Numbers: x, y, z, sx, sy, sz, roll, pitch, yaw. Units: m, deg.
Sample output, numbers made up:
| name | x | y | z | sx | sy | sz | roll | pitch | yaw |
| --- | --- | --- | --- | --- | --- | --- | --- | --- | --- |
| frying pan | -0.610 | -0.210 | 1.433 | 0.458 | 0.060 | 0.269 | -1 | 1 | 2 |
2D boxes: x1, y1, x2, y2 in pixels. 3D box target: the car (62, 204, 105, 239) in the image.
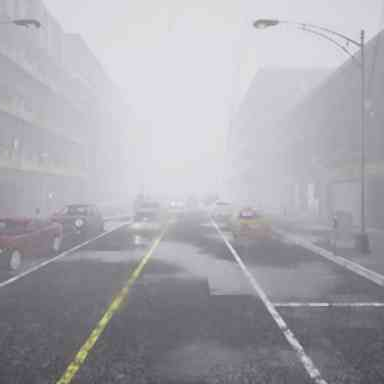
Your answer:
| name | x | y | z | sx | sy | sz | roll | pitch | yaw |
| --- | --- | --- | --- | --- | --- | --- | --- | --- | --- |
| car | -5.680 | 1.340 | 16.311 | 1.967 | 1.590 | 4.097 | 0 | 0 | 0 |

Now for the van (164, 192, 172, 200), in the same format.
| name | x | y | z | sx | sy | sz | roll | pitch | yaw |
| --- | --- | --- | --- | --- | --- | --- | --- | --- | --- |
| van | -5.672 | 0.951 | 78.899 | 1.690 | 1.788 | 3.998 | 0 | 0 | 0 |

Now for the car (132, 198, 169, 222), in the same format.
| name | x | y | z | sx | sy | sz | roll | pitch | yaw |
| --- | --- | --- | --- | --- | --- | --- | --- | --- | --- |
| car | -3.095 | 1.398 | 24.783 | 2.033 | 1.411 | 5.357 | 0 | 0 | 0 |

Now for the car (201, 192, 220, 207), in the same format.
| name | x | y | z | sx | sy | sz | roll | pitch | yaw |
| --- | --- | --- | --- | --- | --- | --- | --- | --- | --- |
| car | 2.704 | 1.065 | 44.757 | 2.192 | 1.841 | 5.009 | 0 | 0 | 0 |

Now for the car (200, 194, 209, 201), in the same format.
| name | x | y | z | sx | sy | sz | roll | pitch | yaw |
| --- | --- | --- | --- | --- | --- | --- | --- | --- | --- |
| car | 2.706 | 1.212 | 73.209 | 1.802 | 1.307 | 4.206 | 0 | 0 | 0 |

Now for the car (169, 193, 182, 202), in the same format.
| name | x | y | z | sx | sy | sz | roll | pitch | yaw |
| --- | --- | --- | --- | --- | --- | --- | --- | --- | --- |
| car | -2.997 | 1.258 | 65.576 | 1.895 | 1.301 | 4.718 | 0 | 0 | 0 |

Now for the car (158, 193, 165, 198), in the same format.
| name | x | y | z | sx | sy | sz | roll | pitch | yaw |
| --- | --- | --- | --- | --- | --- | --- | --- | --- | --- |
| car | -5.677 | 1.275 | 50.451 | 2.008 | 1.369 | 4.403 | 0 | 0 | 0 |

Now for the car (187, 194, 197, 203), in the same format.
| name | x | y | z | sx | sy | sz | roll | pitch | yaw |
| --- | --- | --- | --- | --- | --- | --- | --- | --- | --- |
| car | 0.011 | 1.152 | 61.894 | 1.882 | 1.535 | 5.008 | 0 | 0 | 0 |

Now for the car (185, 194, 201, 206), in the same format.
| name | x | y | z | sx | sy | sz | roll | pitch | yaw |
| --- | --- | --- | --- | --- | --- | --- | --- | --- | --- |
| car | 0.047 | 1.292 | 49.612 | 1.994 | 1.385 | 4.181 | 0 | 0 | 1 |

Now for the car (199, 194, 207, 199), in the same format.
| name | x | y | z | sx | sy | sz | roll | pitch | yaw |
| --- | --- | --- | --- | --- | --- | --- | --- | --- | --- |
| car | 2.707 | 1.136 | 84.587 | 1.887 | 1.381 | 4.507 | 0 | 0 | 0 |

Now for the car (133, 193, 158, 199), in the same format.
| name | x | y | z | sx | sy | sz | roll | pitch | yaw |
| --- | --- | --- | --- | --- | --- | --- | --- | --- | --- |
| car | -5.677 | 1.092 | 39.069 | 2.192 | 1.841 | 5.009 | 0 | 0 | 0 |

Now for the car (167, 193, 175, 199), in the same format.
| name | x | y | z | sx | sy | sz | roll | pitch | yaw |
| --- | --- | --- | --- | --- | --- | --- | --- | --- | --- |
| car | -5.672 | 1.101 | 90.110 | 1.752 | 1.417 | 4.829 | 0 | 0 | 0 |

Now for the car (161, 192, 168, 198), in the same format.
| name | x | y | z | sx | sy | sz | roll | pitch | yaw |
| --- | --- | --- | --- | --- | --- | --- | --- | --- | --- |
| car | -5.676 | 1.139 | 56.142 | 1.967 | 1.590 | 4.097 | 0 | 0 | 0 |

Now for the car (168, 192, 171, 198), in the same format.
| name | x | y | z | sx | sy | sz | roll | pitch | yaw |
| --- | --- | --- | --- | --- | --- | --- | --- | --- | --- |
| car | -5.673 | 0.966 | 67.520 | 2.192 | 1.841 | 5.009 | 0 | 0 | 0 |

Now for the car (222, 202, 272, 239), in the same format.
| name | x | y | z | sx | sy | sz | roll | pitch | yaw |
| --- | --- | --- | --- | --- | --- | --- | --- | --- | --- |
| car | 2.699 | 1.424 | 16.476 | 1.752 | 1.417 | 4.829 | 0 | 0 | 0 |

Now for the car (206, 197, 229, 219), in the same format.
| name | x | y | z | sx | sy | sz | roll | pitch | yaw |
| --- | --- | --- | --- | --- | --- | --- | --- | --- | --- |
| car | 2.356 | 1.366 | 26.708 | 1.812 | 1.442 | 4.674 | 0 | 0 | 0 |

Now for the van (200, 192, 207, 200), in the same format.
| name | x | y | z | sx | sy | sz | roll | pitch | yaw |
| --- | --- | --- | --- | --- | --- | --- | --- | --- | --- |
| van | 2.708 | 0.951 | 78.896 | 1.690 | 1.788 | 3.998 | 0 | 0 | 0 |

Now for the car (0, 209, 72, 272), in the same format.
| name | x | y | z | sx | sy | sz | roll | pitch | yaw |
| --- | --- | --- | --- | --- | --- | --- | --- | --- | --- |
| car | -5.682 | 1.478 | 10.622 | 1.887 | 1.381 | 4.507 | 0 | 0 | 0 |

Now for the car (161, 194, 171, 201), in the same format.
| name | x | y | z | sx | sy | sz | roll | pitch | yaw |
| --- | --- | --- | --- | --- | --- | --- | --- | --- | --- |
| car | -5.674 | 1.156 | 73.042 | 1.752 | 1.417 | 4.829 | 0 | 0 | 0 |
